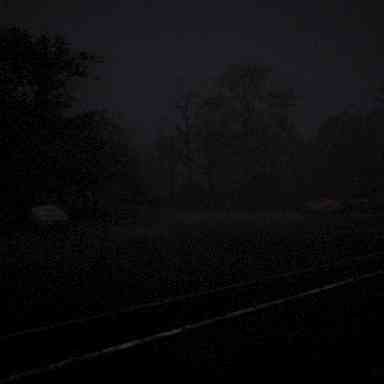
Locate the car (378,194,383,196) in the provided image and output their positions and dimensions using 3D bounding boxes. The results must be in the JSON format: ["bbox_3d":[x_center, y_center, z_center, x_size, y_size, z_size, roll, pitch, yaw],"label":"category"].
[{"bbox_3d":[25.737,1.398,44.808,2.185,1.767,4.553,1,0,-36],"label":"car"}]

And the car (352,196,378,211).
[{"bbox_3d":[18.911,1.469,39.988,2.097,1.535,5.008,0,0,-35],"label":"car"}]

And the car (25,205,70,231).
[{"bbox_3d":[-8.826,1.491,20.233,2.002,1.452,4.674,0,0,-35],"label":"car"}]

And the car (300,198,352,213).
[{"bbox_3d":[14.382,1.450,36.750,2.097,1.535,5.008,0,0,-35],"label":"car"}]

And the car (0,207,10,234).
[{"bbox_3d":[-11.396,1.452,18.414,2.097,1.535,5.008,0,0,-35],"label":"car"}]

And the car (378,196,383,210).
[{"bbox_3d":[21.183,1.524,41.603,2.002,1.452,4.674,0,0,-35],"label":"car"}]
